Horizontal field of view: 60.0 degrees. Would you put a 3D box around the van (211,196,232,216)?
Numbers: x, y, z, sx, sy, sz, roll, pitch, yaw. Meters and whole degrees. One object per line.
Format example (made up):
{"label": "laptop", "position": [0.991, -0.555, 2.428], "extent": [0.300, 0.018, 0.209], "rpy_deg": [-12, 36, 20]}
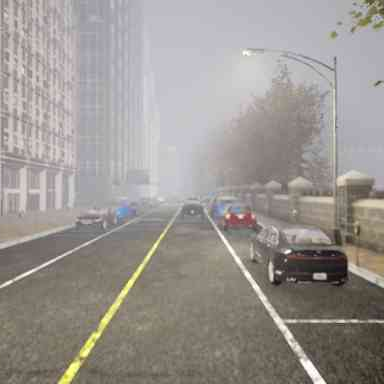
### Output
{"label": "van", "position": [2.689, 1.287, 25.857], "extent": [1.690, 1.788, 3.998], "rpy_deg": [0, 0, 0]}

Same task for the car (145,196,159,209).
{"label": "car", "position": [-5.842, 1.337, 42.803], "extent": [1.967, 1.590, 4.097], "rpy_deg": [0, 0, 0]}

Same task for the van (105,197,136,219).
{"label": "van", "position": [-5.836, 1.286, 26.120], "extent": [1.690, 1.788, 3.998], "rpy_deg": [0, 0, 0]}

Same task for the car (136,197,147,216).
{"label": "car", "position": [-5.840, 1.496, 31.681], "extent": [1.947, 1.339, 4.313], "rpy_deg": [0, 0, 0]}

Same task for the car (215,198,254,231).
{"label": "car", "position": [2.690, 1.400, 20.298], "extent": [1.967, 1.590, 4.097], "rpy_deg": [0, 0, 0]}

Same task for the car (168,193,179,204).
{"label": "car", "position": [-3.058, 1.364, 59.596], "extent": [1.812, 1.442, 4.674], "rpy_deg": [0, 0, 1]}

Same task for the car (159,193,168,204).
{"label": "car", "position": [-5.712, 1.365, 59.313], "extent": [1.752, 1.417, 4.829], "rpy_deg": [0, 0, 0]}

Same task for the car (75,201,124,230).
{"label": "car", "position": [-5.836, 1.510, 20.560], "extent": [2.008, 1.369, 4.403], "rpy_deg": [0, 0, 0]}

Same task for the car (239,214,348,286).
{"label": "car", "position": [2.692, 1.534, 9.178], "extent": [2.008, 1.369, 4.403], "rpy_deg": [0, 0, 0]}

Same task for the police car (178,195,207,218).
{"label": "police car", "position": [0.057, 1.362, 29.139], "extent": [1.930, 1.638, 5.238], "rpy_deg": [0, 0, 0]}

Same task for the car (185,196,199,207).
{"label": "car", "position": [-0.016, 1.416, 51.274], "extent": [2.033, 1.411, 5.357], "rpy_deg": [0, 0, 0]}

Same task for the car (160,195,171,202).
{"label": "car", "position": [-5.676, 1.362, 70.586], "extent": [1.947, 1.339, 4.313], "rpy_deg": [1, 0, 1]}

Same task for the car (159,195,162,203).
{"label": "car", "position": [-5.845, 1.444, 48.363], "extent": [1.947, 1.339, 4.313], "rpy_deg": [0, 0, 0]}

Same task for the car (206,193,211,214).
{"label": "car", "position": [2.687, 1.246, 31.417], "extent": [2.192, 1.841, 5.009], "rpy_deg": [0, 0, 0]}
